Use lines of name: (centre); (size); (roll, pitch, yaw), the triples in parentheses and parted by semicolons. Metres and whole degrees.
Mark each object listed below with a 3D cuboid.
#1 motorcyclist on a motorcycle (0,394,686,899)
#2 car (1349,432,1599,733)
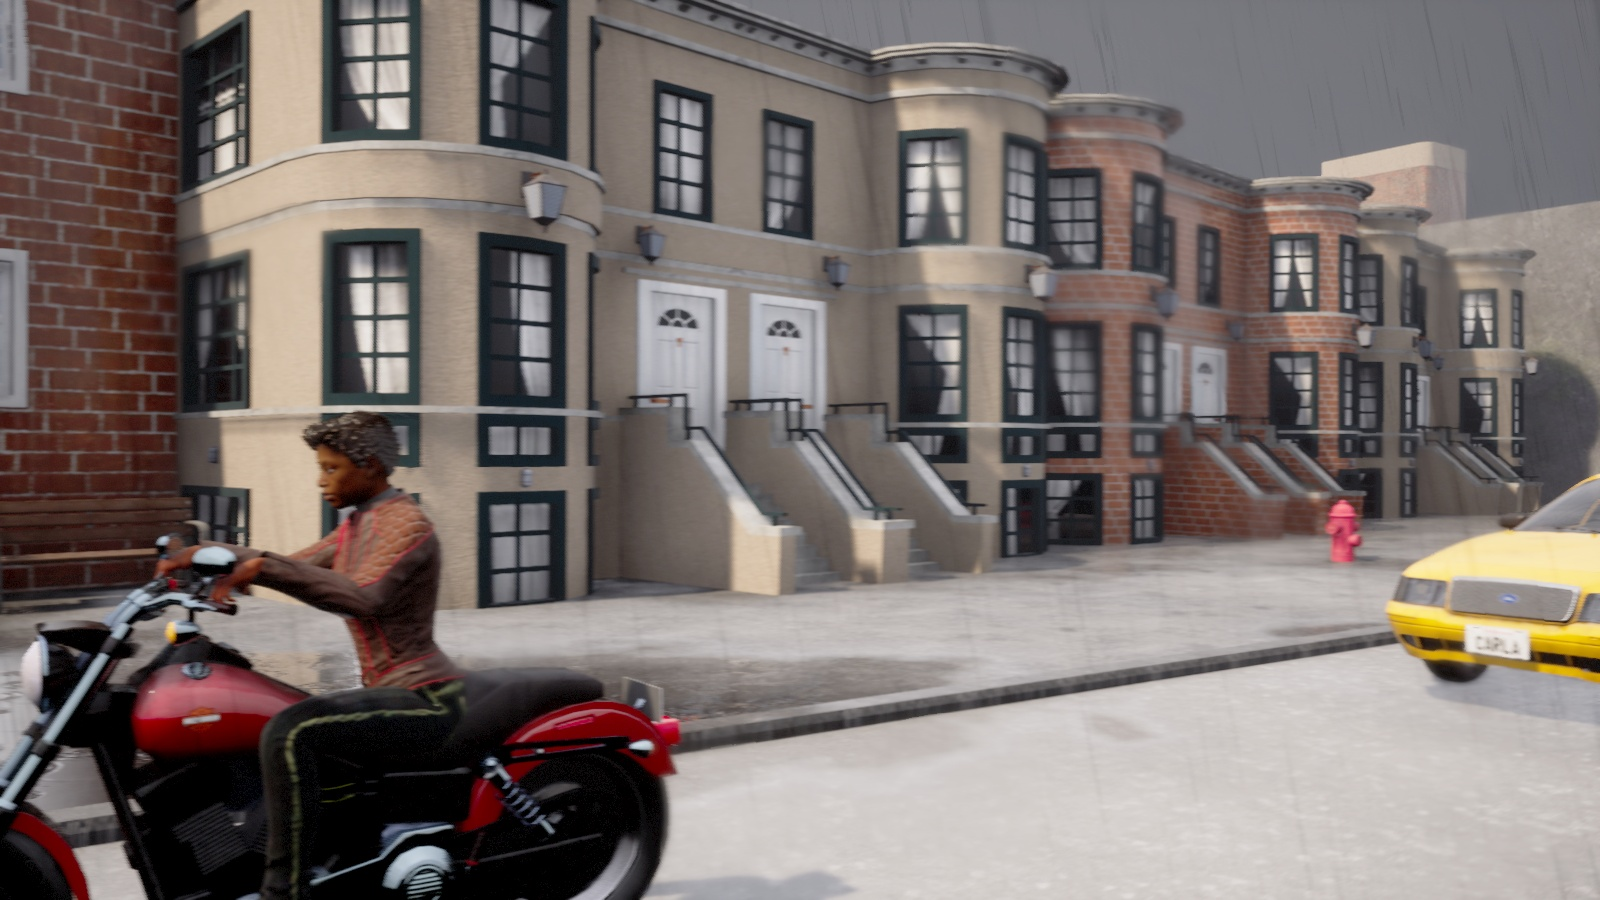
motorcyclist on a motorcycle: (-1.509, 0.706, 3.218); (2.350, 1.649, 0.766); (0, 0, -35)
car: (6.090, 0.692, 8.508); (5.366, 1.575, 1.801); (0, 0, -35)
